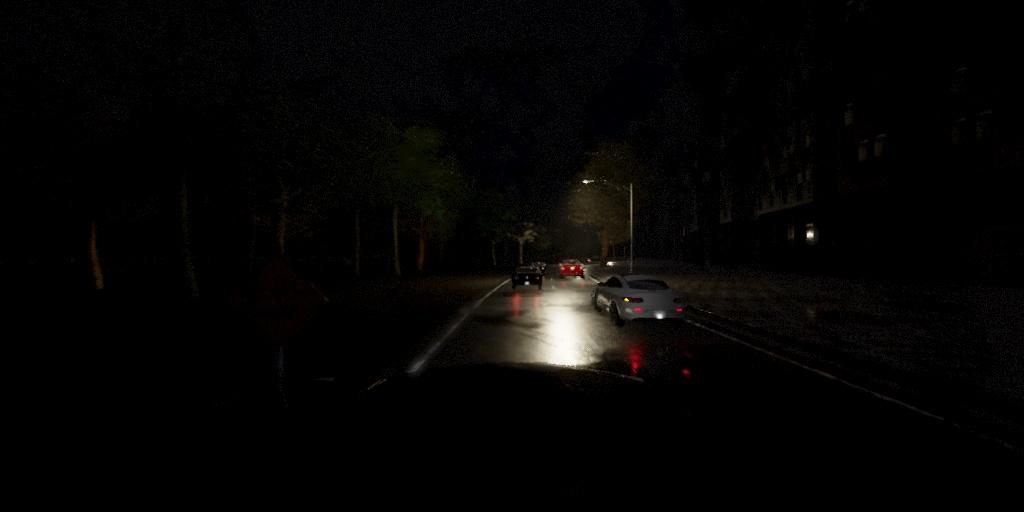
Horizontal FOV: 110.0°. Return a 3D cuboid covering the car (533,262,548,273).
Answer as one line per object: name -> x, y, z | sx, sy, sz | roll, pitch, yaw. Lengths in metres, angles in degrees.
car -> 3.055, 1.341, 40.630 | 1.895, 1.301, 4.718 | 0, 0, 9

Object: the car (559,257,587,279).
car -> 5.435, 1.098, 32.736 | 2.097, 1.767, 4.553 | 0, 0, 8

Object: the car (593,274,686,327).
car -> 3.837, 1.277, 11.396 | 1.812, 1.442, 4.674 | 0, 0, 2

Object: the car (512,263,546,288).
car -> 1.078, 1.342, 23.502 | 1.895, 1.301, 4.718 | 0, 0, 5

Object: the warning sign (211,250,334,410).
warning sign -> -3.039, 0.858, 4.684 | 1.300, 1.860, 1.060 | 0, 0, 1
